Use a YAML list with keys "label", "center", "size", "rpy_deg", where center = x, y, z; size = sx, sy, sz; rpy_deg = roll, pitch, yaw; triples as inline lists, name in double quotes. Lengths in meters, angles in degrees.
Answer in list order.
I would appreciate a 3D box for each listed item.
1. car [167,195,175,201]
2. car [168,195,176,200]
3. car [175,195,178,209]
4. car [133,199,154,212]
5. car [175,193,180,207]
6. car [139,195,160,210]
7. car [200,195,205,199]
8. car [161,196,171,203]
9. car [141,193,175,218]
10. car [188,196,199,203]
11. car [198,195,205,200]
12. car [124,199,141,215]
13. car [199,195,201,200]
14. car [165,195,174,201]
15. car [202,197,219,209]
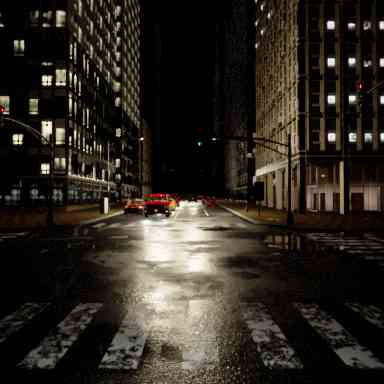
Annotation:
- label: "car"
  center: [-5.599, 1.587, 89.472]
  size: [2.008, 1.369, 4.403]
  rpy_deg: [1, 0, 0]
- label: "car"
  center: [-5.595, 1.605, 95.047]
  size: [1.947, 1.339, 4.313]
  rpy_deg: [1, 0, 0]
- label: "car"
  center: [-3.062, 1.493, 41.477]
  size: [1.882, 1.535, 5.008]
  rpy_deg: [0, 0, 0]
- label: "car"
  center: [-5.643, 1.597, 39.295]
  size: [1.802, 1.307, 4.206]
  rpy_deg: [1, 0, 0]
- label: "car"
  center: [-3.046, 1.241, 51.976]
  size: [2.150, 2.045, 5.566]
  rpy_deg: [0, 0, 0]
- label: "car"
  center: [-5.633, 1.332, 44.870]
  size: [2.192, 1.841, 5.009]
  rpy_deg: [1, 0, 0]
- label: "car"
  center: [2.754, 1.547, 56.251]
  size: [1.752, 1.417, 4.829]
  rpy_deg: [1, 0, 0]
- label: "car"
  center: [-5.613, 1.573, 72.746]
  size: [1.887, 1.381, 4.507]
  rpy_deg: [1, 0, 0]
- label: "car"
  center: [-3.067, 1.233, 31.050]
  size: [2.150, 2.045, 5.566]
  rpy_deg: [0, 0, 0]
- label: "car"
  center: [0.149, 1.574, 70.581]
  size: [2.033, 1.411, 5.357]
  rpy_deg: [0, 0, 0]
- label: "car"
  center: [2.786, 1.584, 95.121]
  size: [1.887, 1.381, 4.507]
  rpy_deg: [1, 0, 0]
- label: "car"
  center: [-5.645, 1.453, 33.720]
  size: [1.967, 1.590, 4.097]
  rpy_deg: [1, 0, 0]
- label: "car"
  center: [2.757, 1.590, 61.658]
  size: [1.947, 1.339, 4.313]
  rpy_deg: [1, 0, 0]
- label: "car"
  center: [-5.604, 1.578, 83.896]
  size: [1.887, 1.381, 4.507]
  rpy_deg: [1, 0, 0]
- label: "car"
  center: [2.742, 1.599, 44.925]
  size: [1.802, 1.307, 4.206]
  rpy_deg: [1, 0, 0]
